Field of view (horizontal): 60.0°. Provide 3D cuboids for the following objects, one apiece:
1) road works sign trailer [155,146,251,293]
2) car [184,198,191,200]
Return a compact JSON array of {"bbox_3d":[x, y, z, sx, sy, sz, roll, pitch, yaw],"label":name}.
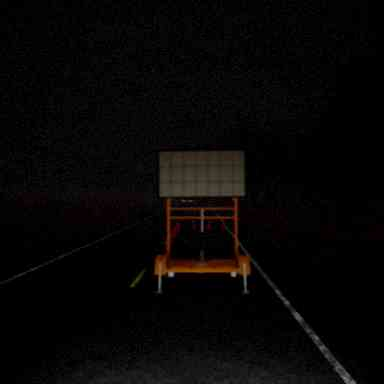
[{"bbox_3d":[0.278,0.570,9.134,2.380,3.560,2.880,0,-1,2],"label":"road works sign trailer"},{"bbox_3d":[-1.183,1.467,89.148,1.837,1.490,4.892,0,1,1],"label":"car"}]
